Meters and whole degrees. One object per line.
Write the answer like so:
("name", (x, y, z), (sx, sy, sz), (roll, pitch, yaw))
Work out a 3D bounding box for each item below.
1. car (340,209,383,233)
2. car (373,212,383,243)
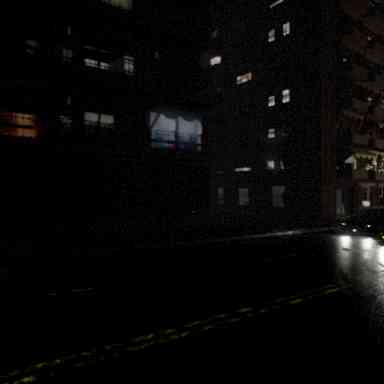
("car", (11.121, 1.762, 20.056), (5.357, 1.411, 2.033), (1, 0, -37))
("car", (10.658, 1.746, 15.635), (4.181, 1.385, 1.994), (1, 0, -37))
